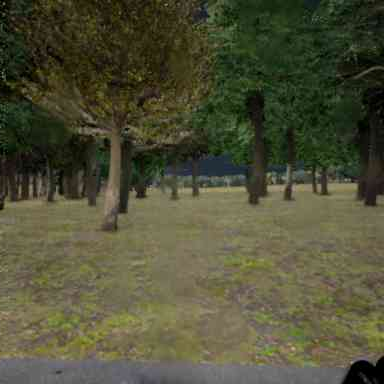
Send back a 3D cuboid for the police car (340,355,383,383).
[{"bbox_3d":[3.633,1.408,1.924,5.238,1.638,1.930,0,0,4],"label":"police car"}]
